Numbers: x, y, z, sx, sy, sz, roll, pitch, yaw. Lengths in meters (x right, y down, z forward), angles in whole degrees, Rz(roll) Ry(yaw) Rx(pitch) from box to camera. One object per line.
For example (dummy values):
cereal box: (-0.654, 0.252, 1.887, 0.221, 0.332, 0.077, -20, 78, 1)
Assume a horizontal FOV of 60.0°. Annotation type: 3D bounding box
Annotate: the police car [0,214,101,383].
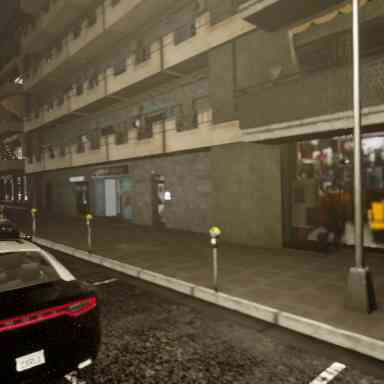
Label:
police car: (-3.265, 1.409, 5.080, 1.930, 1.638, 5.238, -2, 1, -42)
